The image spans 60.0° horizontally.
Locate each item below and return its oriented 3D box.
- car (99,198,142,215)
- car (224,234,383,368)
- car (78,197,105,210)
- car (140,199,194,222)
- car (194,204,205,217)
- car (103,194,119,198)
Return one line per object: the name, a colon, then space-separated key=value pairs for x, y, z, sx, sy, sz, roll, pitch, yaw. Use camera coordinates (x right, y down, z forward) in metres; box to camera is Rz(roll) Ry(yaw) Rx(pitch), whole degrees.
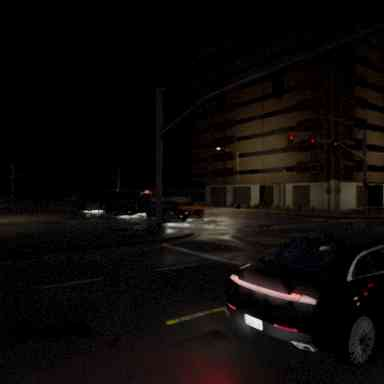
car: x=-7.684 y=1.624 z=35.276 sx=2.033 sy=1.411 sz=5.357 roll=0 pitch=0 yaw=-35
car: x=2.778 y=1.501 z=5.789 sx=4.902 sy=1.511 sz=2.128 roll=0 pitch=0 yaw=-36
car: x=-13.426 y=1.639 z=43.434 sx=1.994 sy=1.385 sz=4.181 roll=0 pitch=0 yaw=-35
car: x=-2.161 y=1.603 z=27.438 sx=1.812 sy=1.442 sz=4.674 roll=0 pitch=0 yaw=-35
car: x=-0.745 y=1.561 z=31.507 sx=1.882 sy=1.535 sz=5.008 roll=0 pitch=0 yaw=-35
car: x=-16.222 y=1.313 z=65.940 sx=2.150 sy=2.045 sz=5.566 roll=0 pitch=0 yaw=-35
